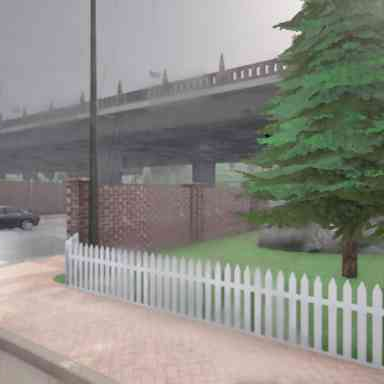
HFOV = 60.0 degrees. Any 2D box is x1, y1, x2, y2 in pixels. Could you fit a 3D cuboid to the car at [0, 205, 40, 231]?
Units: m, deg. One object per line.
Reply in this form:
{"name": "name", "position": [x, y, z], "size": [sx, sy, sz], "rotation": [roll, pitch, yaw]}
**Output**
{"name": "car", "position": [-11.113, 1.537, 18.702], "size": [1.837, 1.490, 4.892], "rotation": [0, -1, 34]}
